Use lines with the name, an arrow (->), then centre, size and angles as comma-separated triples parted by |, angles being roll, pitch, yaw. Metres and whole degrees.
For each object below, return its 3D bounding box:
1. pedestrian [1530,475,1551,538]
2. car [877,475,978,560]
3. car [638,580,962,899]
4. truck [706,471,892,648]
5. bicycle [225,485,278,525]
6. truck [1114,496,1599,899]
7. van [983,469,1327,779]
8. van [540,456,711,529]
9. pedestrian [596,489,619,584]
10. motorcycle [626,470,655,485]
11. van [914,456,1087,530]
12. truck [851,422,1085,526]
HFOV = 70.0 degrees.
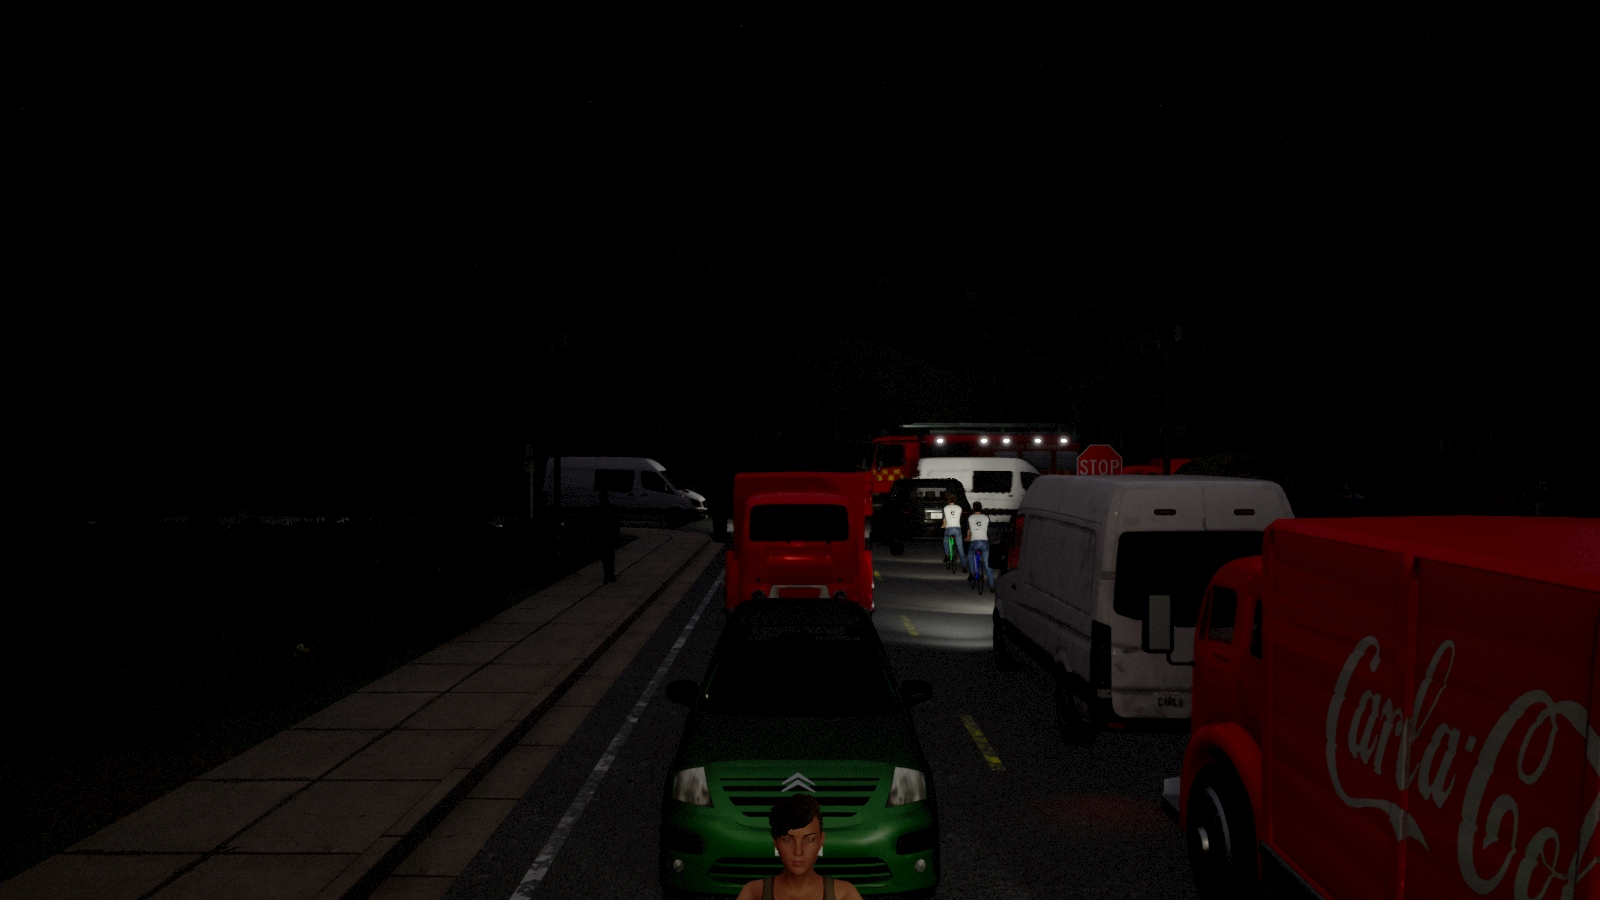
pedestrian -> 22.220, 1.687, 34.282 | 0.375, 1.860, 0.375 | 0, 0, -24
car -> 3.475, 1.799, 32.193 | 2.150, 2.045, 5.566 | 0, 0, -1
car -> -0.002, 2.006, 8.512 | 1.851, 1.617, 3.988 | 0, 0, 0
truck -> -0.020, 1.590, 18.687 | 2.627, 2.467, 5.204 | 0, -1, 0
bicycle -> -20.356, 2.051, 42.418 | 1.835, 1.471, 0.329 | 0, 0, 2
truck -> 3.501, 1.580, 5.339 | 2.627, 2.467, 5.204 | 0, 1, 0
van -> 3.517, 1.543, 12.749 | 1.988, 2.561, 5.915 | 0, 0, 0
van -> -6.315, 1.524, 41.783 | 5.915, 2.561, 1.988 | 0, 0, 3
pedestrian -> -3.827, 1.708, 22.741 | 0.375, 1.860, 0.375 | 0, 0, 4
motorcycle -> -12.874, 2.224, 92.413 | 2.209, 1.251, 0.867 | 0, 0, 3
van -> 7.127, 1.534, 41.097 | 5.915, 2.561, 1.988 | 0, 0, 2
truck -> 6.377, 0.886, 44.045 | 8.468, 3.827, 2.891 | 0, 0, -6
